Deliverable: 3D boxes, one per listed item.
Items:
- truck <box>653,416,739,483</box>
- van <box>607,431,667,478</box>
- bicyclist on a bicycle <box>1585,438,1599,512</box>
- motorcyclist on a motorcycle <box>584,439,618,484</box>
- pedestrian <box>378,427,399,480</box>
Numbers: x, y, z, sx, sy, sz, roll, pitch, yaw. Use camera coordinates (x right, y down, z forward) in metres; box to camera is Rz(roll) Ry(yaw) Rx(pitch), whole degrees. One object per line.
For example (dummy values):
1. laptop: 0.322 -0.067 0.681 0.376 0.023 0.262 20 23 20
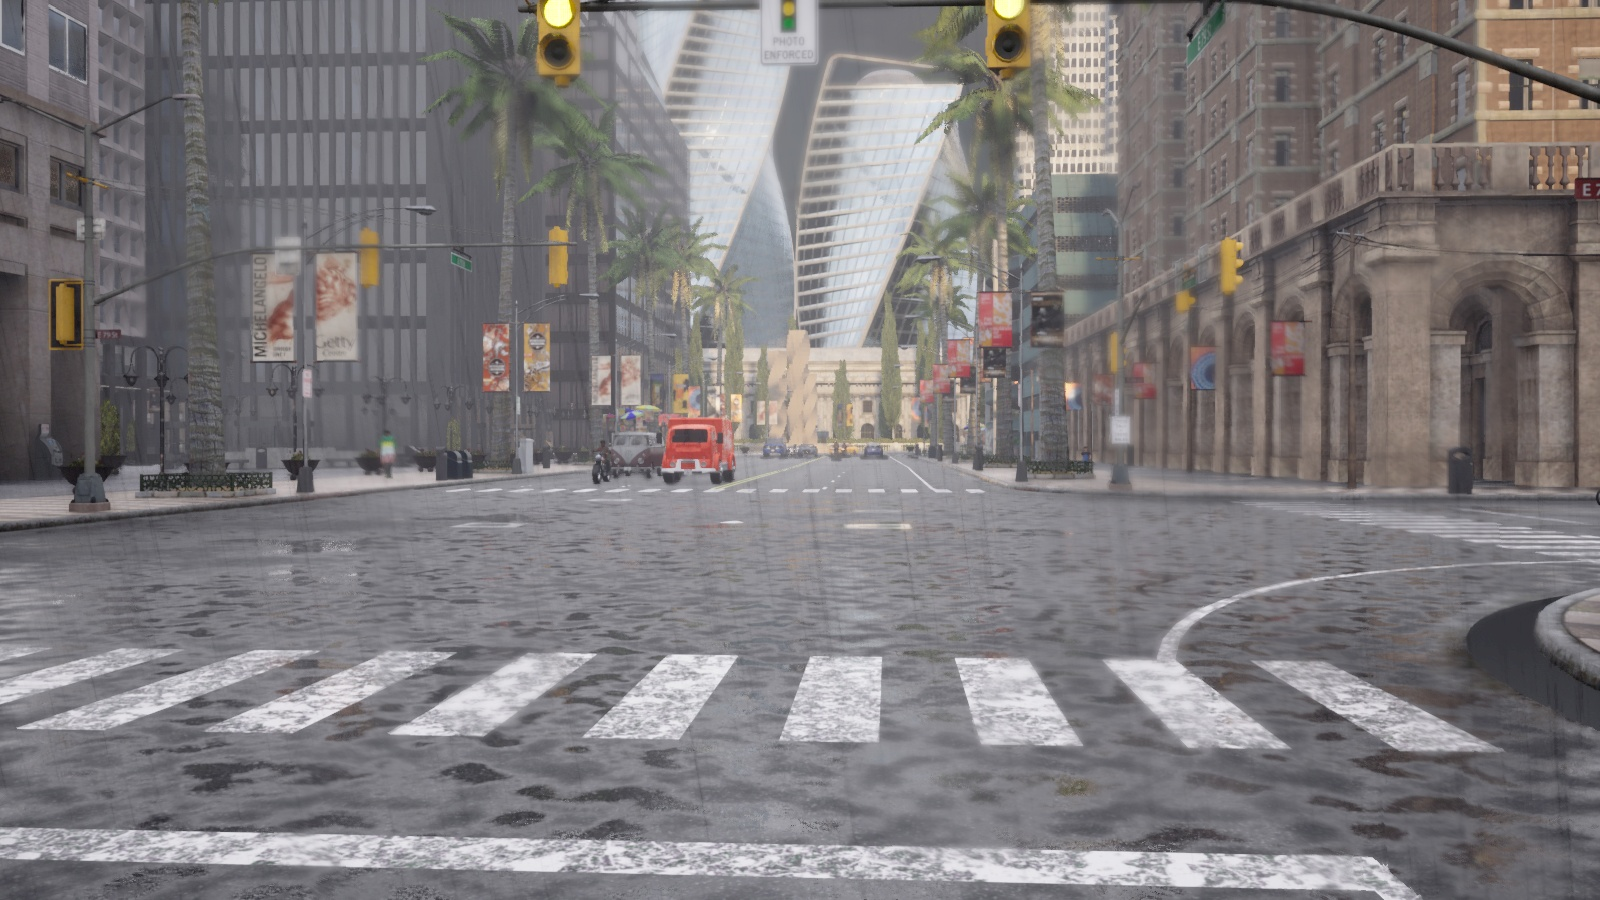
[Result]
1. truck: -3.975 -0.021 48.915 2.627 2.467 5.204 0 0 4
2. van: -7.087 0.182 55.049 1.775 1.987 4.442 0 0 4
3. bicyclist on a bicycle: 18.287 0.541 27.618 1.509 1.612 0.866 0 0 3
4. motorcyclist on a motorcycle: -7.542 0.420 47.763 0.766 1.649 2.350 0 1 4
5. pedestrian: -15.426 0.124 47.102 0.659 1.952 0.873 0 0 -11
